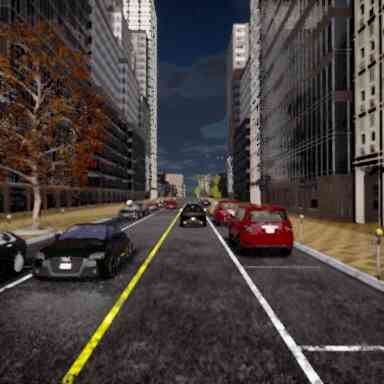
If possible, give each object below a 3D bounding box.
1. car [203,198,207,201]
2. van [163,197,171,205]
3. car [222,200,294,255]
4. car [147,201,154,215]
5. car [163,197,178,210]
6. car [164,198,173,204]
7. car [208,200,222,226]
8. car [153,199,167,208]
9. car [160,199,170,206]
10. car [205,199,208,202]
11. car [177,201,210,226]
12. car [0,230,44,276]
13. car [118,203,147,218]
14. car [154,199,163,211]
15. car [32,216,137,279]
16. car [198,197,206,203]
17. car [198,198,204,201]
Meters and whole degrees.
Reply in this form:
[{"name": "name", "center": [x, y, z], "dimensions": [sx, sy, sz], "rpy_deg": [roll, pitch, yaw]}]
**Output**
[{"name": "car", "center": [2.653, 2.113, 65.056], "dimensions": [1.947, 1.339, 4.313], "rpy_deg": [0, 0, 0]}, {"name": "van", "center": [-5.734, 1.978, 76.450], "dimensions": [1.690, 1.788, 3.998], "rpy_deg": [0, 0, 0]}, {"name": "car", "center": [2.686, 1.438, 13.830], "dimensions": [2.192, 1.841, 5.009], "rpy_deg": [0, 0, 0]}, {"name": "car", "center": [-5.710, 1.883, 36.603], "dimensions": [1.947, 1.339, 4.313], "rpy_deg": [0, 0, 0]}, {"name": "car", "center": [-3.109, 1.916, 51.446], "dimensions": [1.882, 1.535, 5.008], "rpy_deg": [0, 0, 0]}, {"name": "car", "center": [-5.738, 2.262, 82.140], "dimensions": [1.802, 1.307, 4.206], "rpy_deg": [0, 0, 0]}, {"name": "car", "center": [2.679, 1.537, 25.215], "dimensions": [2.192, 1.841, 5.009], "rpy_deg": [0, 0, 0]}, {"name": "car", "center": [-5.724, 2.053, 59.371], "dimensions": [2.008, 1.369, 4.403], "rpy_deg": [0, 0, 0]}, {"name": "car", "center": [-5.731, 2.137, 70.756], "dimensions": [1.887, 1.381, 4.507], "rpy_deg": [0, 0, 0]}, {"name": "car", "center": [2.671, 1.844, 36.766], "dimensions": [1.752, 1.417, 4.829], "rpy_deg": [0, 0, 0]}, {"name": "car", "center": [0.084, 1.699, 25.224], "dimensions": [1.882, 1.535, 5.008], "rpy_deg": [0, 0, 0]}, {"name": "car", "center": [-5.692, 1.624, 8.143], "dimensions": [2.008, 1.369, 4.403], "rpy_deg": [0, -1, 0]}, {"name": "car", "center": [-5.706, 1.821, 30.911], "dimensions": [2.008, 1.369, 4.403], "rpy_deg": [0, 0, 0]}, {"name": "car", "center": [-5.717, 1.992, 47.986], "dimensions": [1.802, 1.307, 4.206], "rpy_deg": [0, 0, 0]}, {"name": "car", "center": [-3.106, 1.655, 10.186], "dimensions": [1.994, 1.385, 4.181], "rpy_deg": [0, -1, 0]}, {"name": "car", "center": [2.640, 2.164, 87.823], "dimensions": [1.967, 1.590, 4.097], "rpy_deg": [0, 0, 0]}, {"name": "car", "center": [0.073, 1.868, 42.368], "dimensions": [2.163, 1.488, 4.792], "rpy_deg": [0, 0, 0]}]
